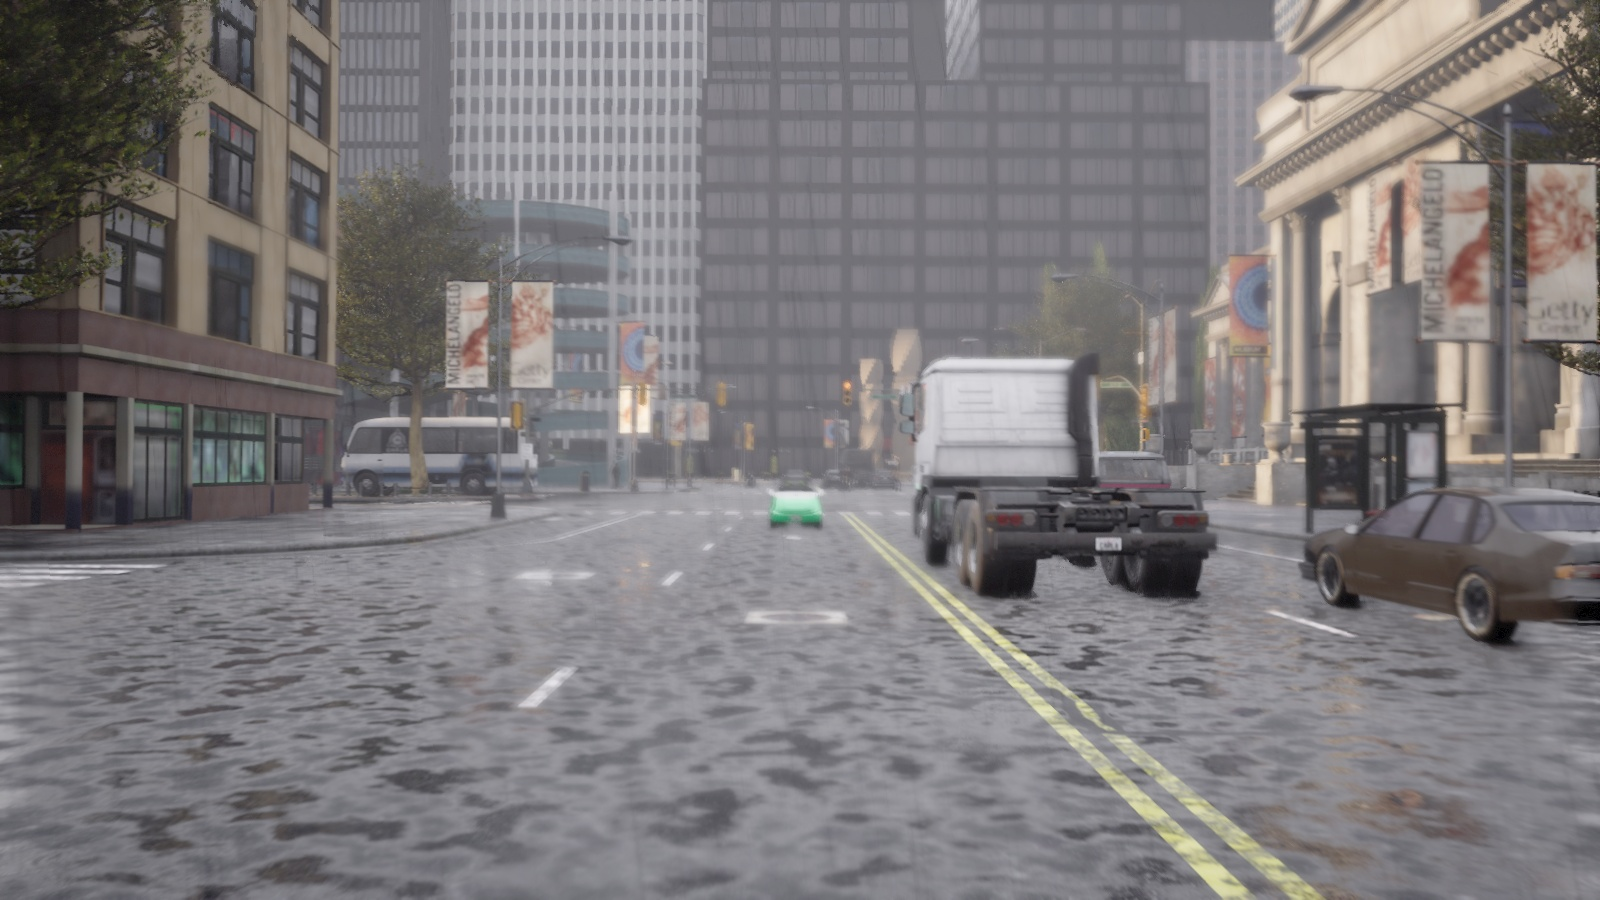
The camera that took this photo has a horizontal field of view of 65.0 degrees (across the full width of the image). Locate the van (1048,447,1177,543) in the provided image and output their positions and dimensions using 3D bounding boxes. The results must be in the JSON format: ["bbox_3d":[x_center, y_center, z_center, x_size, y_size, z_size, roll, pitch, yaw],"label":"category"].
[{"bbox_3d":[6.931,0.964,28.286,1.775,1.987,4.442,0,-1,0],"label":"van"}]

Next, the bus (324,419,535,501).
[{"bbox_3d":[-19.869,0.541,67.930,10.273,4.253,3.944,0,-1,0],"label":"bus"}]

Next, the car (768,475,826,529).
[{"bbox_3d":[-0.081,1.374,33.615,1.481,1.376,2.207,0,-1,0],"label":"car"}]

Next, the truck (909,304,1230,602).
[{"bbox_3d":[3.485,0.096,18.596,2.891,3.462,7.936,0,-1,-1],"label":"truck"}]

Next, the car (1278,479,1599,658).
[{"bbox_3d":[7.027,1.027,12.935,2.033,1.411,5.357,0,-1,-1],"label":"car"}]
